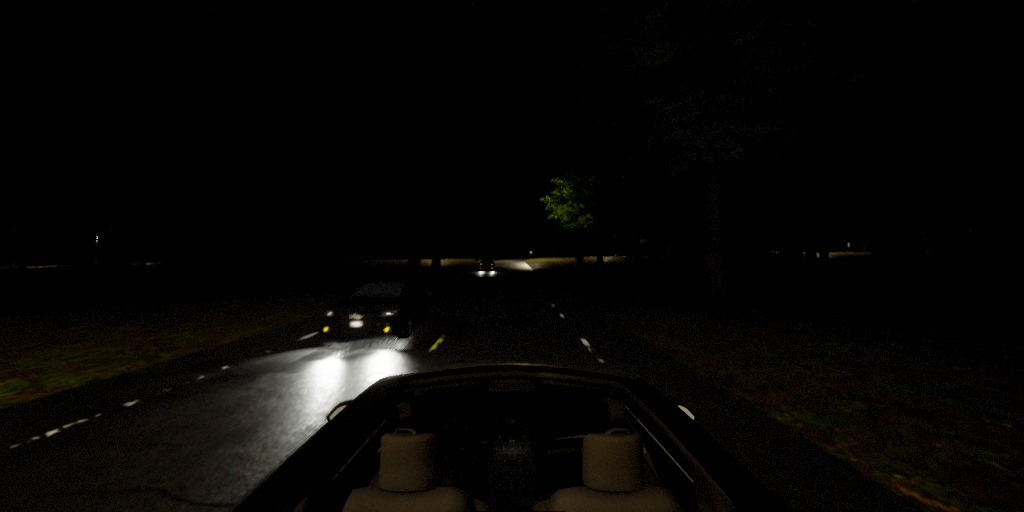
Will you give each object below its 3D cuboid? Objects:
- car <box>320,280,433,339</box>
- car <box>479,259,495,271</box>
[{"bbox_3d":[-3.599,1.393,10.268,1.994,1.385,4.181,0,0,0],"label":"car"},{"bbox_3d":[-3.567,1.241,52.122,2.097,1.767,4.553,0,0,0],"label":"car"}]
